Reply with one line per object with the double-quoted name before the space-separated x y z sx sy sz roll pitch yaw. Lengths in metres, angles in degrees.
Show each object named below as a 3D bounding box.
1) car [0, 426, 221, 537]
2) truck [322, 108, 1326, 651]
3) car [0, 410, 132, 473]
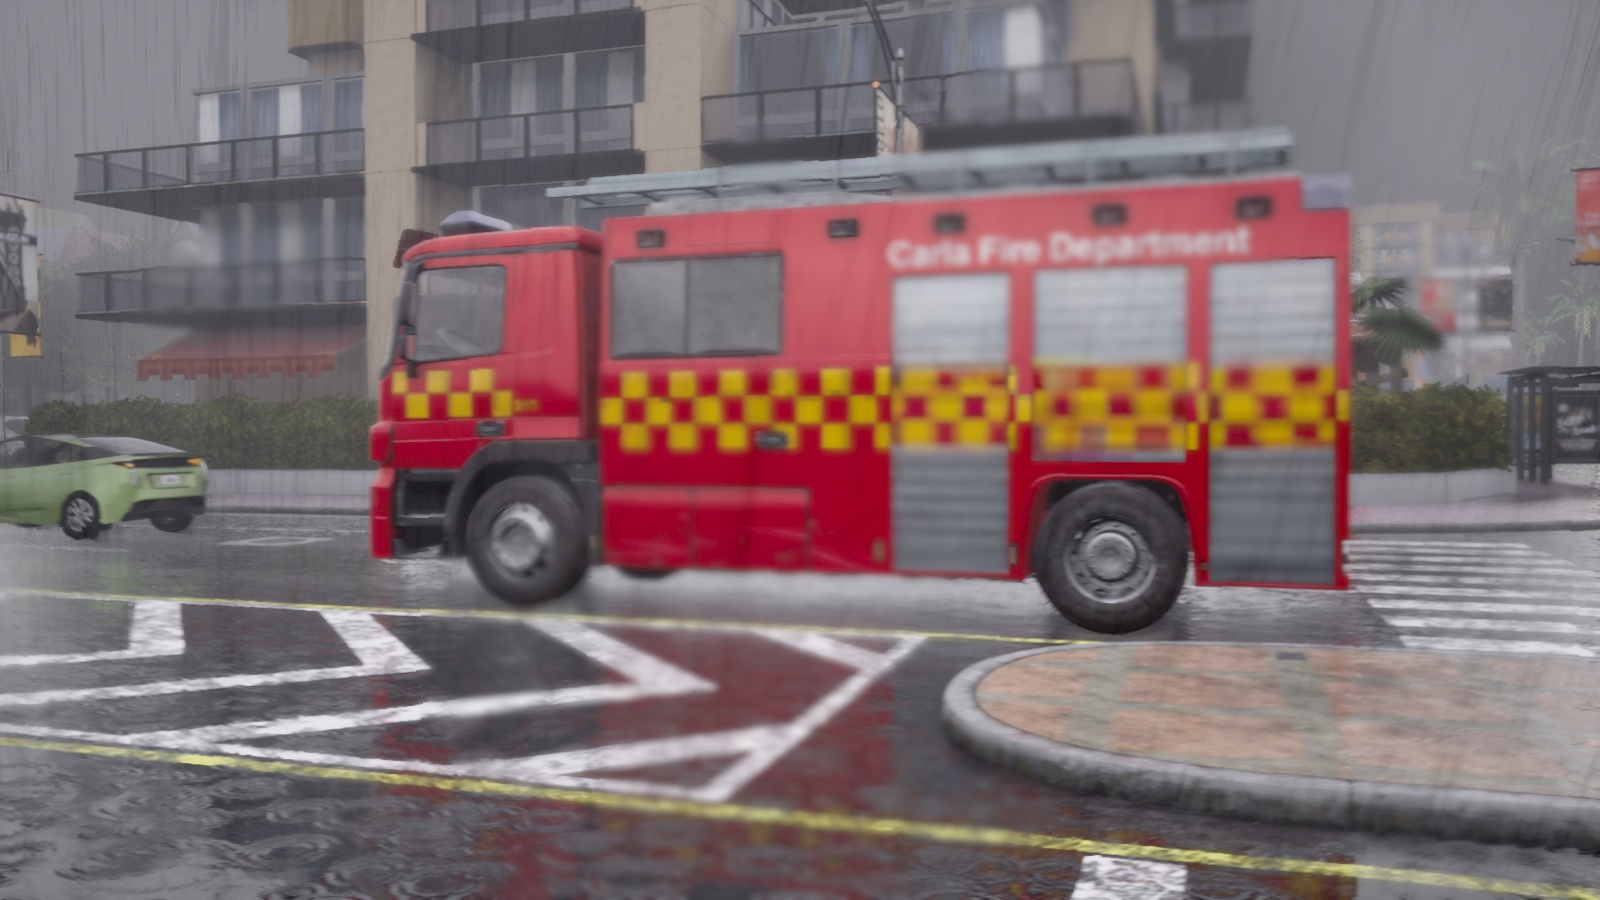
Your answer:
"car" -11.323 0.399 18.969 4.514 1.525 2.007 0 1 18
"truck" 0.111 -0.551 11.547 8.468 3.827 2.891 1 1 18
"car" -26.311 -0.318 43.591 2.150 2.045 5.566 0 1 18
